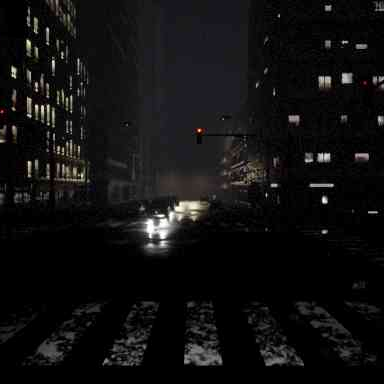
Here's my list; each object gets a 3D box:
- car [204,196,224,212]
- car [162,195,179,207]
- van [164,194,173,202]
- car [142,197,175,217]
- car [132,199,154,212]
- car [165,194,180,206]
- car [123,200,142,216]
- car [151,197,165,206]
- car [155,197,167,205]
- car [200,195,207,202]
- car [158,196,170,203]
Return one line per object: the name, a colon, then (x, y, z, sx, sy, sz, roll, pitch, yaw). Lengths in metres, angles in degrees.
car: (2.745, 1.540, 38.657, 2.008, 1.369, 4.403, -1, 0, 0)
car: (-3.023, 1.480, 40.484, 2.128, 1.511, 4.902, 0, 0, 0)
van: (-5.567, 1.322, 78.254, 1.690, 1.788, 3.998, -1, 0, 0)
car: (-3.046, 1.482, 30.999, 2.128, 1.511, 4.902, 0, 0, 0)
car: (-5.635, 1.555, 38.672, 1.947, 1.339, 4.313, -1, 0, 0)
car: (-2.999, 1.339, 50.448, 2.097, 1.767, 4.553, 0, 0, 0)
car: (-5.646, 1.516, 32.847, 1.752, 1.417, 4.829, -1, 0, 0)
car: (-5.605, 1.530, 55.635, 1.887, 1.381, 4.507, -1, 0, 0)
car: (-5.594, 1.567, 61.290, 1.802, 1.307, 4.206, -1, 0, 0)
car: (2.804, 1.422, 72.585, 1.967, 1.590, 4.097, -1, 0, 0)
car: (-5.584, 1.528, 66.944, 1.887, 1.381, 4.507, -1, 0, 0)
